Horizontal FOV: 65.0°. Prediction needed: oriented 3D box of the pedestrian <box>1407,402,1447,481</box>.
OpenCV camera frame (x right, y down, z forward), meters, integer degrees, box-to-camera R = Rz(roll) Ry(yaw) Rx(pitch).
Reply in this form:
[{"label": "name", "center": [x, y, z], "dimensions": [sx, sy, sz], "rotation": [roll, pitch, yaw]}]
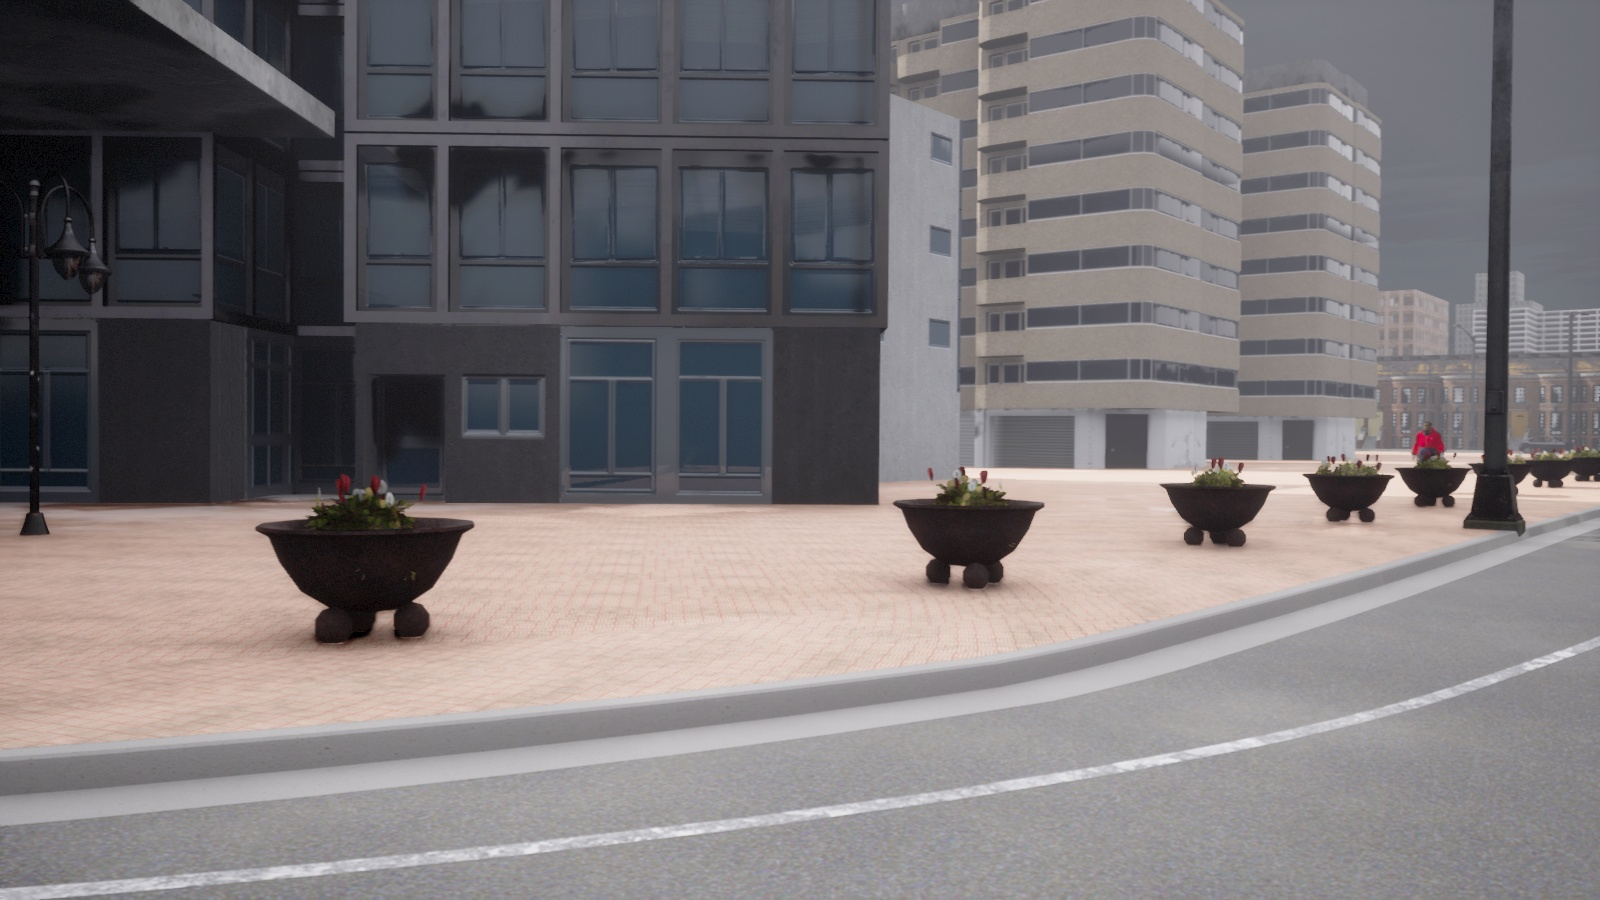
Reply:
[{"label": "pedestrian", "center": [15.013, -0.211, 30.067], "dimensions": [0.634, 1.844, 0.899], "rotation": [0, 1, 41]}]
